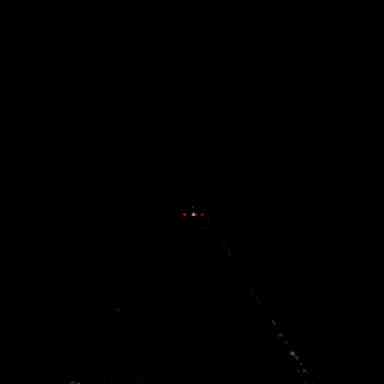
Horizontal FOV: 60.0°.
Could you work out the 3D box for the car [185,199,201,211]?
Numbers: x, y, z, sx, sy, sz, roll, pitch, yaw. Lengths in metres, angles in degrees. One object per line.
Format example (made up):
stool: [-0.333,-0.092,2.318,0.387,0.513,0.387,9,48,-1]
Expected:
car: [0.097,1.606,42.318,1.895,1.301,4.718,0,0,0]

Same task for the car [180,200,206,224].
car: [0.098,1.547,24.636,2.033,1.411,5.357,0,0,0]
